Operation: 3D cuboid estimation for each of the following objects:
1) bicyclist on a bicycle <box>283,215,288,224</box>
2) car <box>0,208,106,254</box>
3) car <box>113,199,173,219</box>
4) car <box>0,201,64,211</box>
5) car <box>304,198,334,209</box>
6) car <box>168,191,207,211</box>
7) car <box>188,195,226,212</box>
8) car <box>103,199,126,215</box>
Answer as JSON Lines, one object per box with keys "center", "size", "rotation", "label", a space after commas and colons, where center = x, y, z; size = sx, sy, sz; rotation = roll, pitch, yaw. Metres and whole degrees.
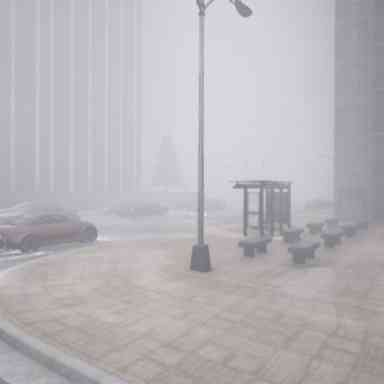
{"center": [5.694, 1.312, 22.038], "size": [1.656, 1.620, 0.582], "rotation": [0, 0, 36], "label": "bicyclist on a bicycle"}
{"center": [-5.947, 1.552, 13.789], "size": [1.994, 1.385, 4.181], "rotation": [0, 0, 31], "label": "car"}
{"center": [-4.145, 1.546, 28.882], "size": [1.895, 1.301, 4.718], "rotation": [0, 0, 36], "label": "car"}
{"center": [-9.776, 1.492, 21.116], "size": [2.033, 1.411, 5.357], "rotation": [0, 0, 36], "label": "car"}
{"center": [16.966, 1.538, 44.379], "size": [5.357, 1.411, 2.033], "rotation": [0, 0, -44], "label": "car"}
{"center": [-0.063, 1.148, 40.418], "size": [2.150, 2.045, 5.566], "rotation": [0, 0, 37], "label": "car"}
{"center": [2.006, 1.451, 37.322], "size": [1.837, 1.490, 4.892], "rotation": [0, 0, 36], "label": "car"}
{"center": [-6.298, 1.417, 31.868], "size": [2.128, 1.511, 4.902], "rotation": [0, 0, 36], "label": "car"}
